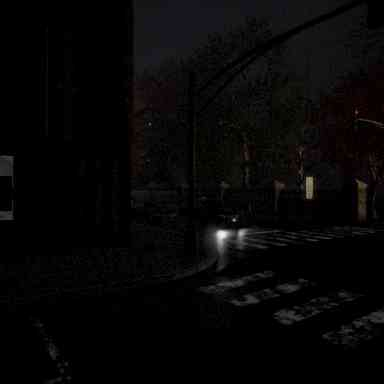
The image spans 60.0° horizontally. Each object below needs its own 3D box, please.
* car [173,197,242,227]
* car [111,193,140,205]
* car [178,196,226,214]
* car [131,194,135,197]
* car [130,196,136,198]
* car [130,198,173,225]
[{"bbox_3d":[1.000,1.255,20.469,1.812,1.442,4.674,0,1,-36],"label":"car"},{"bbox_3d":[-8.830,0.863,43.840,2.008,1.369,4.403,1,0,-36],"label":"car"},{"bbox_3d":[0.843,1.129,30.546,1.752,1.417,4.829,1,0,-36],"label":"car"},{"bbox_3d":[-7.358,1.002,31.970,1.812,1.442,4.674,0,1,-36],"label":"car"},{"bbox_3d":[-5.837,1.158,25.482,1.802,1.307,4.206,2,0,-36],"label":"car"},{"bbox_3d":[-2.580,1.257,21.006,1.802,1.307,4.206,2,0,-36],"label":"car"}]
